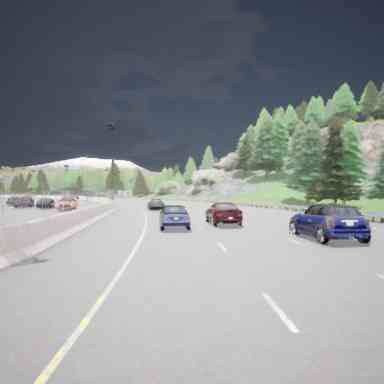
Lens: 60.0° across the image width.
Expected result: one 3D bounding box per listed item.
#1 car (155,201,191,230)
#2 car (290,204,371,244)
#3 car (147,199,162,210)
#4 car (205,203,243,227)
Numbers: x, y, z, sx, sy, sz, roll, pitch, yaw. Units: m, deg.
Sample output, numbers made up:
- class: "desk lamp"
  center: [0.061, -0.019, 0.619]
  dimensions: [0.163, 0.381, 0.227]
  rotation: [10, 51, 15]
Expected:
- class: "car"
  center: [-1.167, 1.551, 21.316]
  dimensions: [2.033, 1.411, 5.357]
  rotation: [0, 0, -6]
- class: "car"
  center: [6.340, 1.340, 15.804]
  dimensions: [2.097, 1.767, 4.553]
  rotation: [0, 0, -4]
- class: "car"
  center: [-4.603, 1.575, 42.195]
  dimensions: [1.994, 1.385, 4.181]
  rotation: [0, 0, -12]
- class: "car"
  center: [2.118, 1.474, 23.094]
  dimensions: [1.882, 1.535, 5.008]
  rotation: [0, 0, -6]
